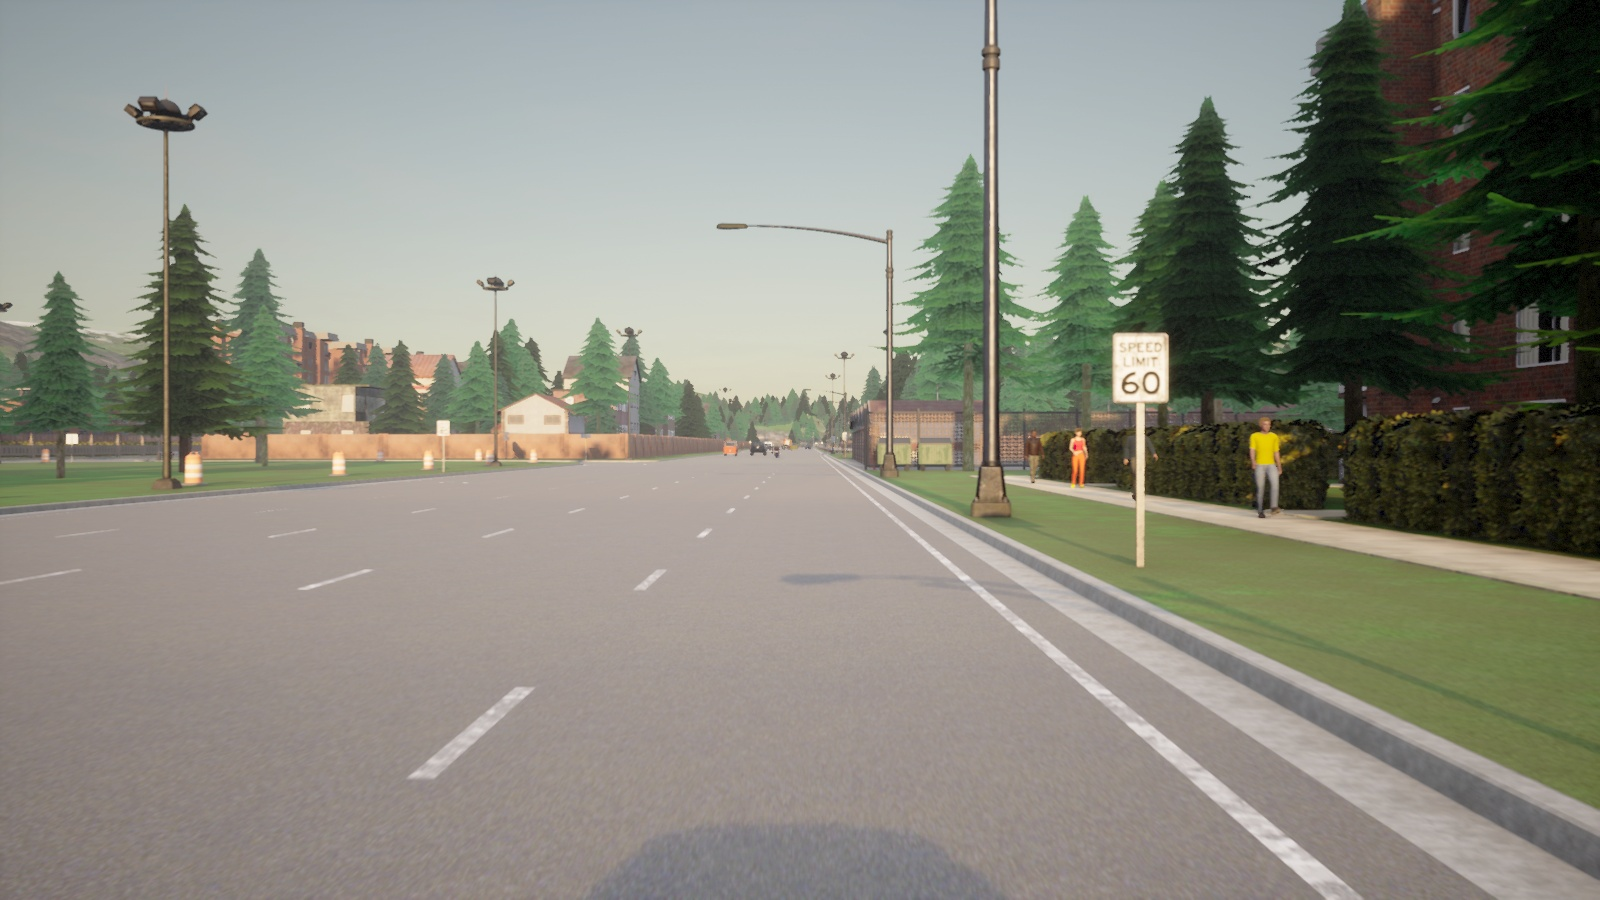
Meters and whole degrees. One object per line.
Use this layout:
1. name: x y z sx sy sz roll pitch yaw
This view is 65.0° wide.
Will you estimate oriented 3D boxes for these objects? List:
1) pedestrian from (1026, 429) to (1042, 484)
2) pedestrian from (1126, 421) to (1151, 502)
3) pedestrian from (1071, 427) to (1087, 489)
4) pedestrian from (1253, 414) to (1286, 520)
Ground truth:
1. pedestrian: 7.799 0.210 41.889 0.431 1.840 0.703 0 0 2
2. pedestrian: 7.835 0.263 29.076 0.402 1.842 0.726 0 0 3
3. pedestrian: 8.307 0.229 37.357 0.345 1.836 0.594 0 0 0
4. pedestrian: 8.218 0.292 21.988 0.354 1.836 0.706 0 0 5
